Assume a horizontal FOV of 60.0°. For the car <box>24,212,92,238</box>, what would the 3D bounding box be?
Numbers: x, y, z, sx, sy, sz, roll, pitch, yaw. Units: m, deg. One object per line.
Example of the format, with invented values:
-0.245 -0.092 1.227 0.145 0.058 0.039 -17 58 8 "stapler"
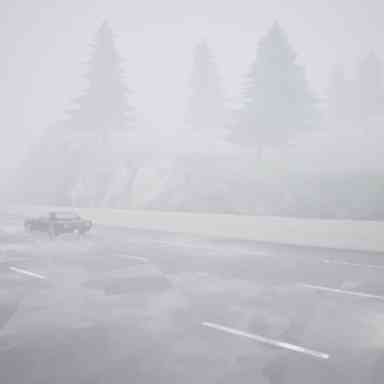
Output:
-7.824 1.785 19.131 4.718 1.301 1.895 0 -1 41 "car"
